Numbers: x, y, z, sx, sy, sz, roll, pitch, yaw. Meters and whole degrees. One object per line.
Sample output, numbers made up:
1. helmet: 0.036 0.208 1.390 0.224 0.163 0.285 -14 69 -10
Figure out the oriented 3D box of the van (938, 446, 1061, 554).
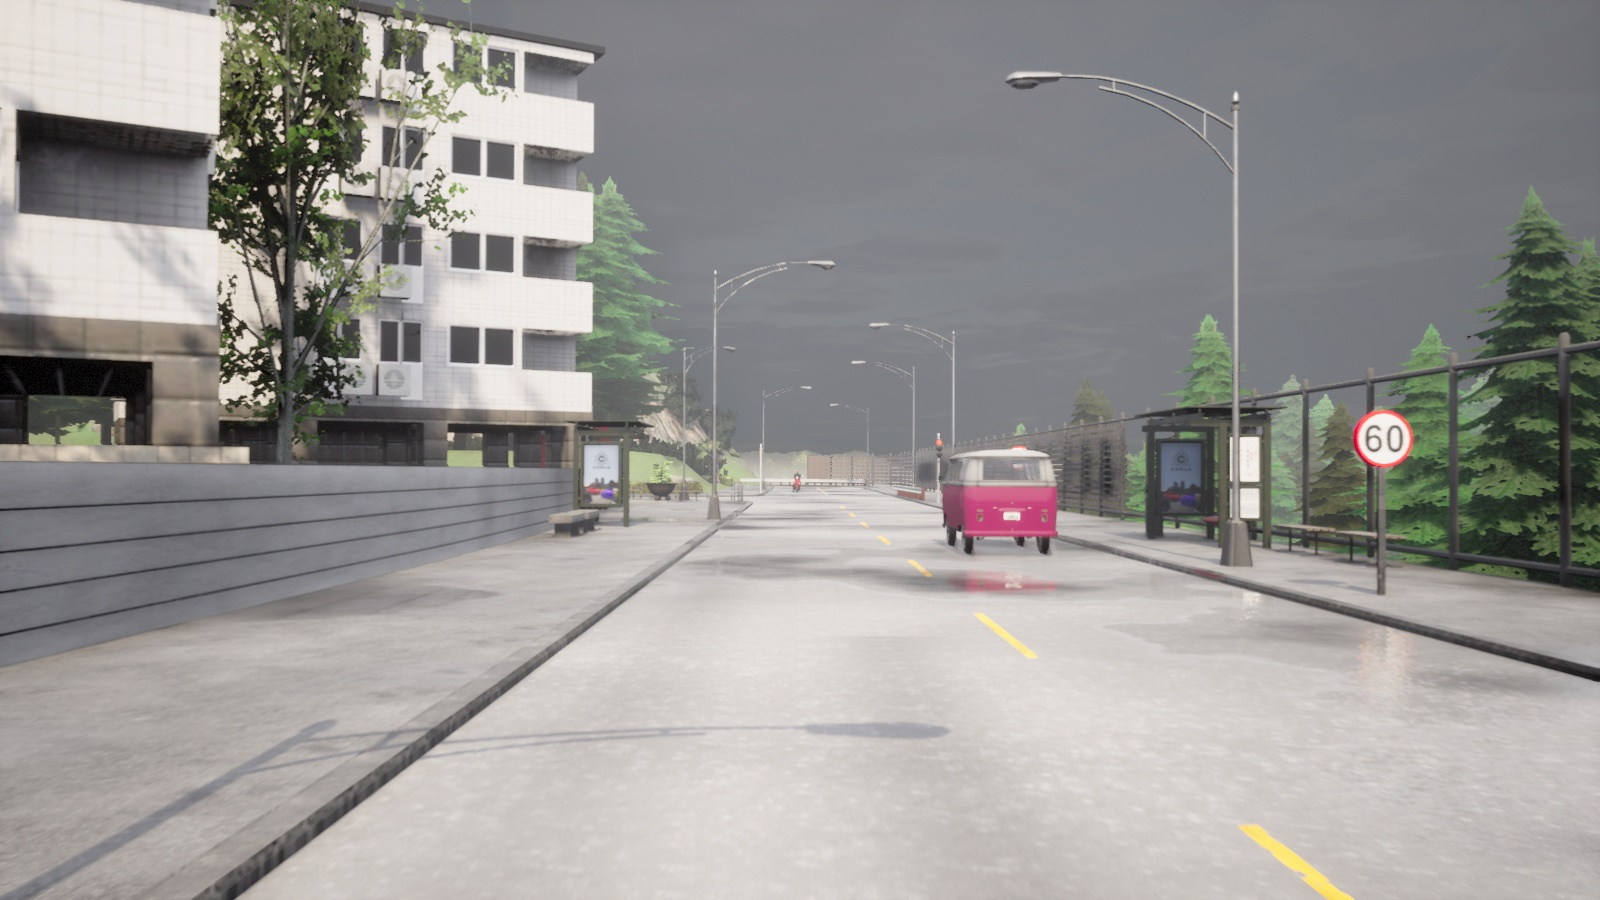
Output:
1. van: 3.932 0.975 25.468 1.775 1.987 4.442 0 -1 0
